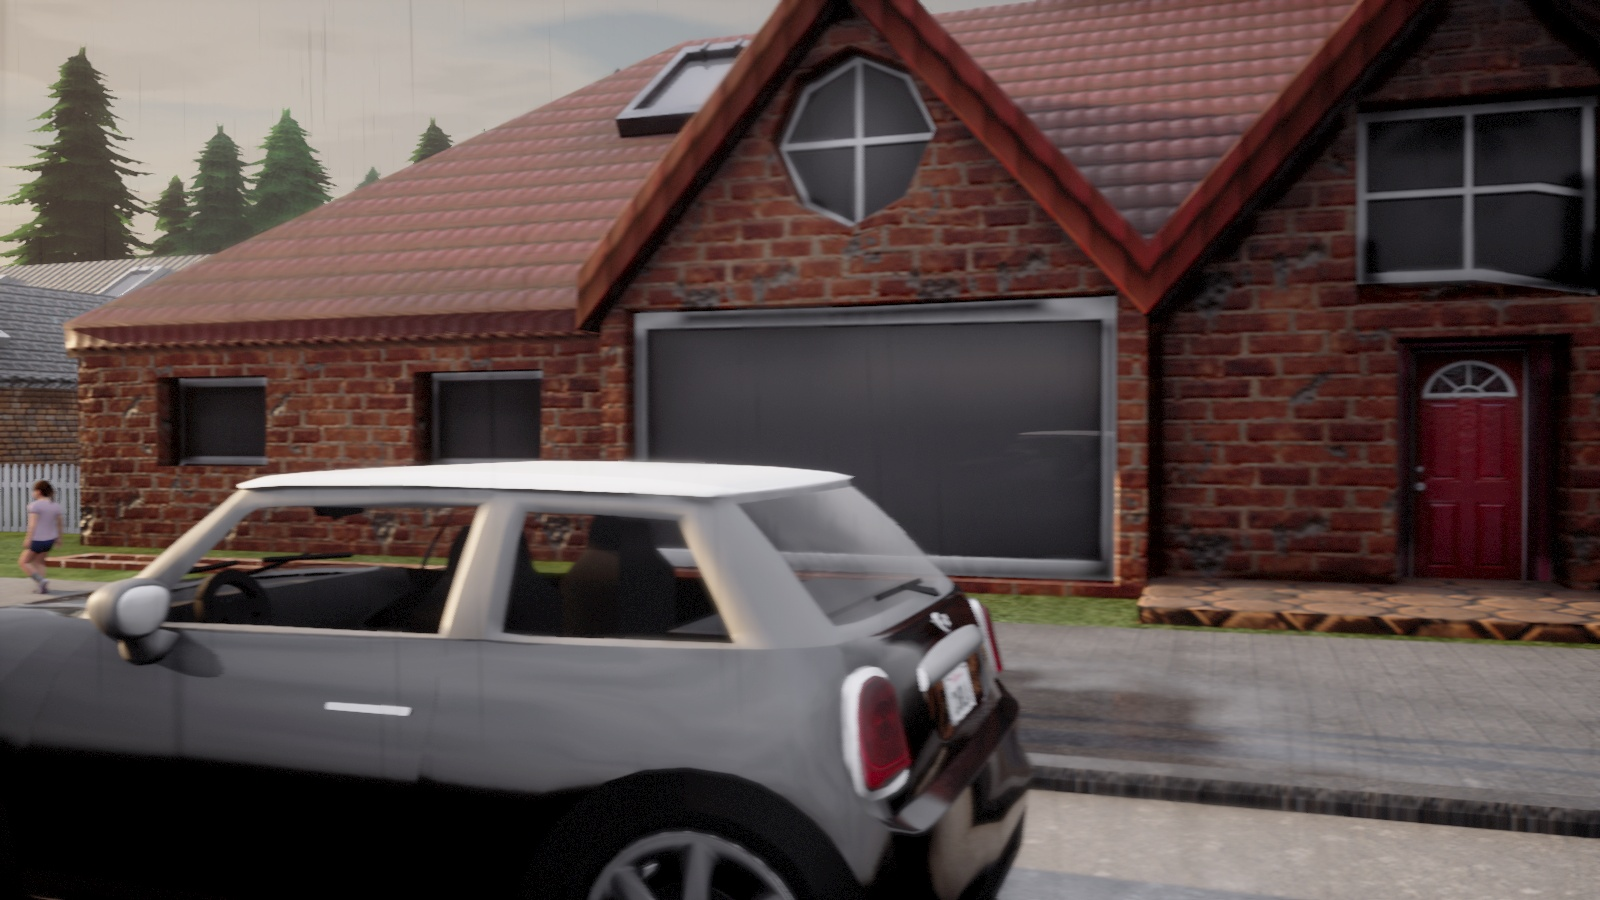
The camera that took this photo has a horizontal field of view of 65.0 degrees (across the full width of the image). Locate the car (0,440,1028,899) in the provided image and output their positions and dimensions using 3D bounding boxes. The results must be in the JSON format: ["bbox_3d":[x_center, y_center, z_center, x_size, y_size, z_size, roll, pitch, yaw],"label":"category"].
[{"bbox_3d":[-1.319,0.721,4.151,3.806,1.475,1.970,1,1,19],"label":"car"}]

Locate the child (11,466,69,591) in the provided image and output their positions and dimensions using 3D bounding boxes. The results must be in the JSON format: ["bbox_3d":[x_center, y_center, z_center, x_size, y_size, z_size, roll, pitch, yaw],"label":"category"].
[{"bbox_3d":[-6.929,0.707,11.453,0.394,1.110,0.255,1,1,18],"label":"child"}]
